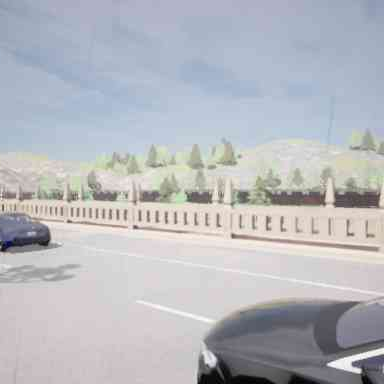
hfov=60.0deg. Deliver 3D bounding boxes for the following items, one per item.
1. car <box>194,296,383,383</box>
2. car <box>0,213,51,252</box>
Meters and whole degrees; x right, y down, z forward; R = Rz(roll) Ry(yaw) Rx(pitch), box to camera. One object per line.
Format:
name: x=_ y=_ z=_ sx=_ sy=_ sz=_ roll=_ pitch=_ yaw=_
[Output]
car: x=2.267 y=1.495 z=2.400 sx=4.902 sy=1.511 sz=2.128 roll=0 pitch=0 yaw=35
car: x=-7.766 y=1.559 z=13.923 sx=4.181 sy=1.385 sz=1.994 roll=0 pitch=0 yaw=36
